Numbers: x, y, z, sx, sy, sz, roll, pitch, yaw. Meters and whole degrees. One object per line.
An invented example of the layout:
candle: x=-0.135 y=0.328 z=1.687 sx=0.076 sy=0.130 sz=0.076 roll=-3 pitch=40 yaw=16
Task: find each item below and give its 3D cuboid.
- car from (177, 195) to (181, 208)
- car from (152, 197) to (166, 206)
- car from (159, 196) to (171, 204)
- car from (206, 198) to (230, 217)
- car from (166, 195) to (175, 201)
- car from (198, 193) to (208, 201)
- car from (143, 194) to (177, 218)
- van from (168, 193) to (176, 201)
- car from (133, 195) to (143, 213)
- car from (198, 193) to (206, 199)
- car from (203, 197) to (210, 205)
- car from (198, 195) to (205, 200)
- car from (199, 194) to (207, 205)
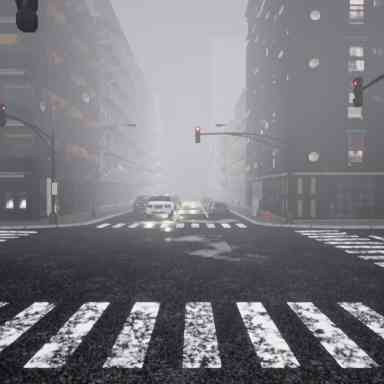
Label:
car: x=-2.787 y=1.478 z=41.324 sx=2.128 sy=1.511 sz=4.902 roll=0 pitch=0 yaw=0
car: x=-5.245 y=1.563 z=53.618 sx=1.802 sy=1.307 sz=4.206 roll=-1 pitch=0 yaw=0
car: x=-5.228 y=1.557 z=64.692 sx=1.802 sy=1.307 sz=4.206 roll=-1 pitch=0 yaw=0
car: x=2.602 y=1.572 z=31.396 sx=1.802 sy=1.307 sz=4.206 roll=-1 pitch=0 yaw=0
car: x=-5.204 y=1.490 z=81.134 sx=1.752 sy=1.417 sz=4.829 roll=-1 pitch=0 yaw=0
car: x=2.673 y=1.280 z=81.249 sx=2.192 sy=1.841 sz=5.009 roll=-1 pitch=0 yaw=0
car: x=-2.810 y=1.212 z=30.395 sx=2.150 sy=2.045 sz=5.566 roll=0 pitch=0 yaw=0
van: x=-5.198 y=1.302 z=86.841 sx=1.690 sy=1.788 sz=3.998 roll=-1 pitch=0 yaw=0
car: x=-5.273 y=1.303 z=37.006 sx=2.192 sy=1.841 sz=5.009 roll=-1 pitch=0 yaw=0
car: x=2.669 y=1.551 z=75.709 sx=1.802 sy=1.307 sz=4.206 roll=-1 pitch=0 yaw=0
car: x=2.610 y=1.539 z=36.935 sx=2.008 sy=1.369 sz=4.403 roll=-1 pitch=0 yaw=0
car: x=2.693 y=1.539 z=92.327 sx=1.802 sy=1.307 sz=4.206 roll=-1 pitch=0 yaw=0
car: x=2.643 y=1.523 z=59.092 sx=1.887 sy=1.381 sz=4.507 roll=-1 pitch=0 yaw=0
